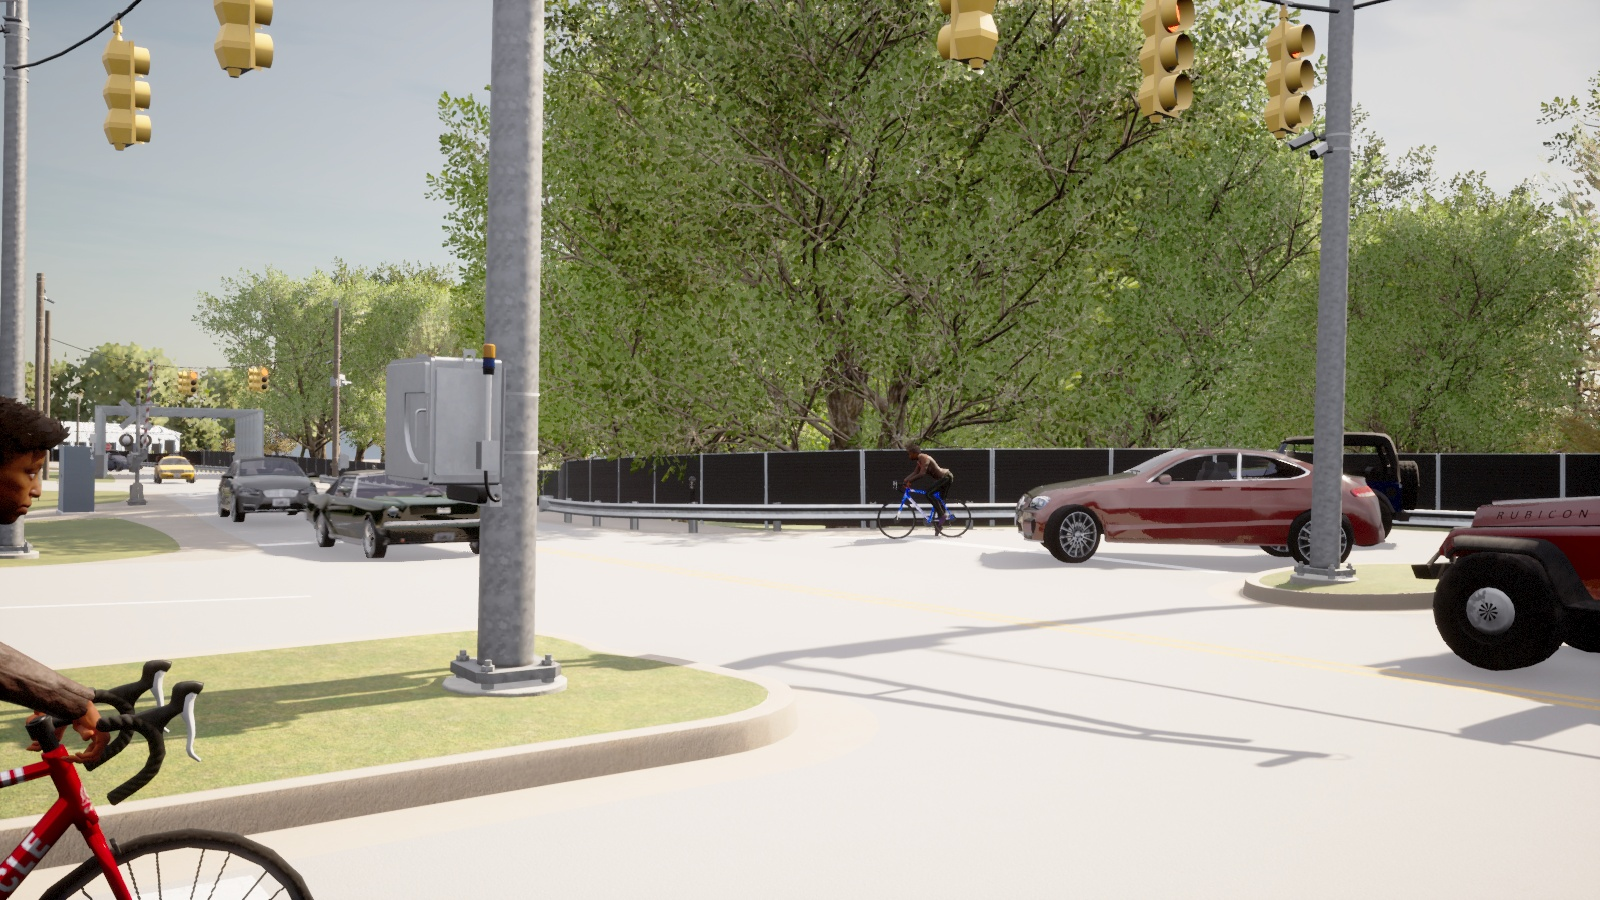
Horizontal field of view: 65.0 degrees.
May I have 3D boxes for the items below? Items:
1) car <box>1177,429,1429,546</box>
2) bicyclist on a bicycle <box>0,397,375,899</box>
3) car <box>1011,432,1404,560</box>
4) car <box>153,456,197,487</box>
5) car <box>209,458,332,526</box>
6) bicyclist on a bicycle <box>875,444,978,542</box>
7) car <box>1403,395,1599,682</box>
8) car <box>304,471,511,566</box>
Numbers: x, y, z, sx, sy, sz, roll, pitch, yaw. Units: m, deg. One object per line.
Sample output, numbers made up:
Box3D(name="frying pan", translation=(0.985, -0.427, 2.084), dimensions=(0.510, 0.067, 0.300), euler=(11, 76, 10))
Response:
Box3D(name="car", translation=(8.581, 0.580, 21.696), dimensions=(3.866, 1.878, 1.905), euler=(1, 1, 19))
Box3D(name="bicyclist on a bicycle", translation=(-1.752, 0.713, 2.437), dimensions=(1.656, 1.620, 0.582), euler=(0, 0, -36))
Box3D(name="car", translation=(5.658, 0.594, 18.098), dimensions=(5.027, 1.651, 2.152), euler=(1, 1, 6))
Box3D(name="car", translation=(-33.660, 1.131, 67.557), dimensions=(1.801, 1.575, 5.366), euler=(0, 0, -30))
Box3D(name="car", translation=(-12.980, 0.956, 30.598), dimensions=(2.128, 1.511, 4.902), euler=(0, 0, -30))
Box3D(name="bicyclist on a bicycle", translation=(2.176, 0.723, 21.665), dimensions=(1.656, 1.620, 0.582), euler=(-1, 1, -3))
Box3D(name="car", translation=(6.358, 0.580, 8.264), dimensions=(1.905, 1.878, 3.866), euler=(1, -1, -35))
Box3D(name="car", translation=(-6.455, 1.005, 20.263), dimensions=(1.895, 1.301, 4.718), euler=(0, 0, -34))
